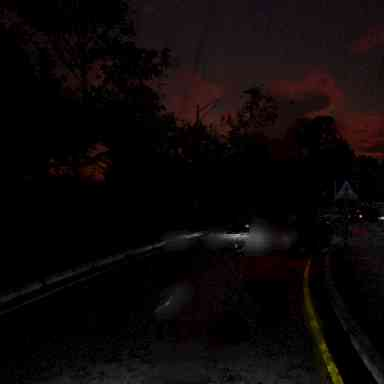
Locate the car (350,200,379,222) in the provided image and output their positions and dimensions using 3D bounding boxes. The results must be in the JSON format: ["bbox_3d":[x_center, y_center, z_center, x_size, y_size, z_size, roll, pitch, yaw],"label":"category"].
[{"bbox_3d":[16.045,1.853,30.902,1.837,1.490,4.892,1,0,35],"label":"car"}]

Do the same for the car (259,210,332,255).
[{"bbox_3d":[4.708,1.627,14.245,1.882,1.535,5.008,0,-1,31],"label":"car"}]

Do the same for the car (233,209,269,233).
[{"bbox_3d":[4.092,1.737,20.291,1.994,1.385,4.181,1,0,31],"label":"car"}]

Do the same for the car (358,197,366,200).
[{"bbox_3d":[27.008,1.631,53.760,2.097,1.767,4.553,1,0,35],"label":"car"}]
